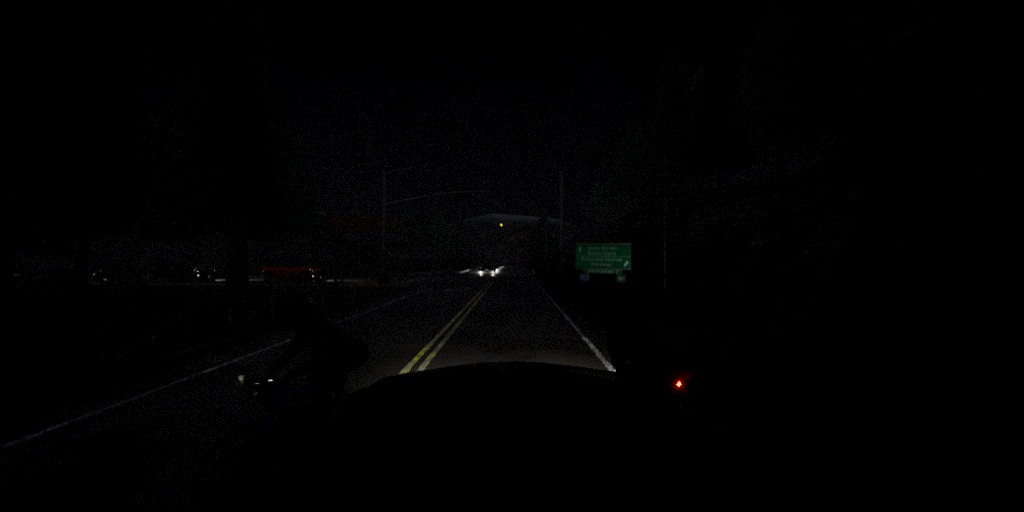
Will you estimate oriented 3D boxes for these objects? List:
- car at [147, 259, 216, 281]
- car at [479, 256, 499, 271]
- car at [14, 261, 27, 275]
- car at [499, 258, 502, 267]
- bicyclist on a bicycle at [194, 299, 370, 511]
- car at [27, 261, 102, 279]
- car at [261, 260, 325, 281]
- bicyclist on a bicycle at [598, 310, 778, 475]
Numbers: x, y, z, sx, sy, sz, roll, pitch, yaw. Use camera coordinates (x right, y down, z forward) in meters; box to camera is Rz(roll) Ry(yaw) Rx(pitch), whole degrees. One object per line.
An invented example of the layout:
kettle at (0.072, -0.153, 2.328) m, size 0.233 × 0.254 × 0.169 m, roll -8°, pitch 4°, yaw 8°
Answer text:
car at (-27.733, 1.143, 30.226) m, size 4.553 × 1.767 × 2.097 m, roll 0°, pitch 0°, yaw 1°
car at (-3.300, 1.133, 49.439) m, size 2.097 × 1.767 × 4.553 m, roll 0°, pitch 0°, yaw 1°
car at (-47.786, 1.235, 35.391) m, size 5.357 × 1.411 × 2.033 m, roll 0°, pitch 0°, yaw 9°
car at (-3.185, 1.392, 58.676) m, size 1.895 × 1.301 × 4.718 m, roll 0°, pitch 0°, yaw 1°
bicyclist on a bicycle at (-1.772, 1.196, 3.211) m, size 0.582 × 1.620 × 1.656 m, roll 0°, pitch 0°, yaw 39°
car at (-37.803, 1.263, 30.593) m, size 4.674 × 1.442 × 1.812 m, roll 0°, pitch 0°, yaw 4°
car at (-18.293, 1.194, 30.113) m, size 4.553 × 1.767 × 2.097 m, roll 0°, pitch 0°, yaw 1°
bicyclist on a bicycle at (1.445, 1.166, 3.383) m, size 0.582 × 1.620 × 1.656 m, roll -41°, pitch -5°, yaw -7°
